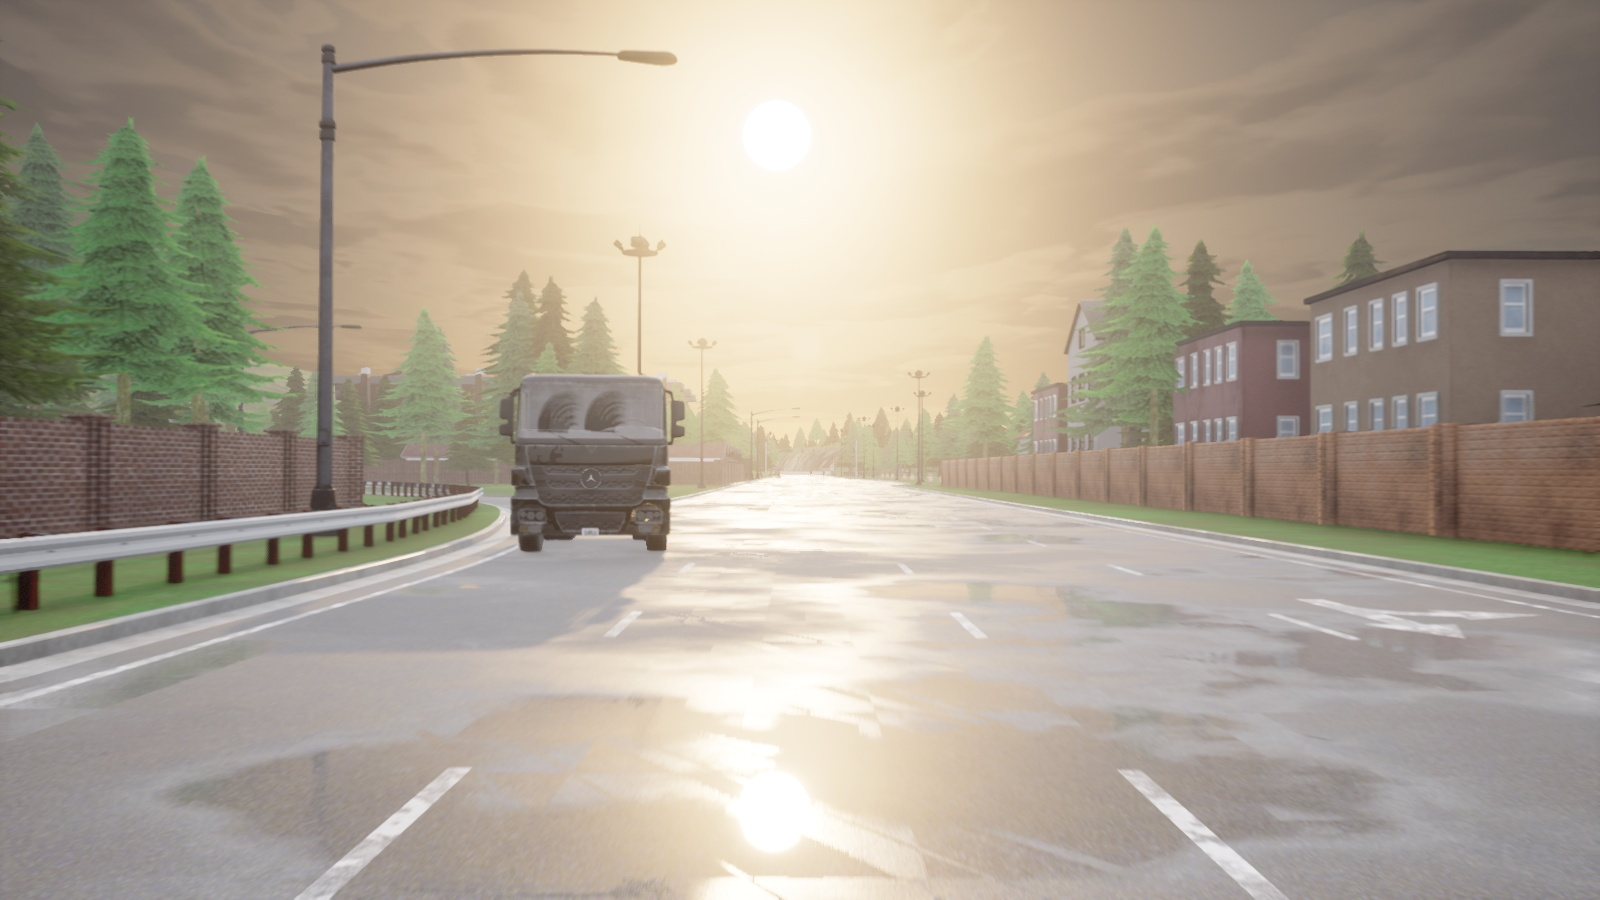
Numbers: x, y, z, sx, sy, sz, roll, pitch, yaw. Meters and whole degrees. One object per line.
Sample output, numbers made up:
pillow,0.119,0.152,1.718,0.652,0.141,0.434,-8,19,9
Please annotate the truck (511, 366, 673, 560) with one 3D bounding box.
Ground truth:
truck,-4.192,0.292,26.553,2.891,3.462,7.936,0,-1,-7
